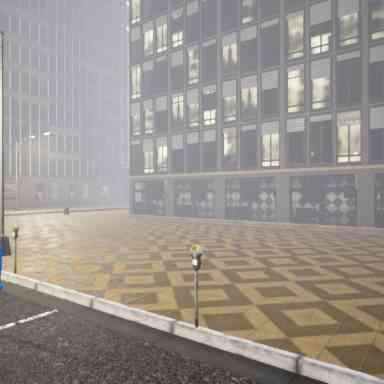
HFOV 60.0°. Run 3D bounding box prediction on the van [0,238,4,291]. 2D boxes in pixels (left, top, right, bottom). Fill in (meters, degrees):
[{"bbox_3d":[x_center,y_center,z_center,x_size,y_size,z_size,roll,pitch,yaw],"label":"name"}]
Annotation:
[{"bbox_3d":[-5.614,1.338,6.995,3.998,1.788,1.690,0,0,36],"label":"van"}]
